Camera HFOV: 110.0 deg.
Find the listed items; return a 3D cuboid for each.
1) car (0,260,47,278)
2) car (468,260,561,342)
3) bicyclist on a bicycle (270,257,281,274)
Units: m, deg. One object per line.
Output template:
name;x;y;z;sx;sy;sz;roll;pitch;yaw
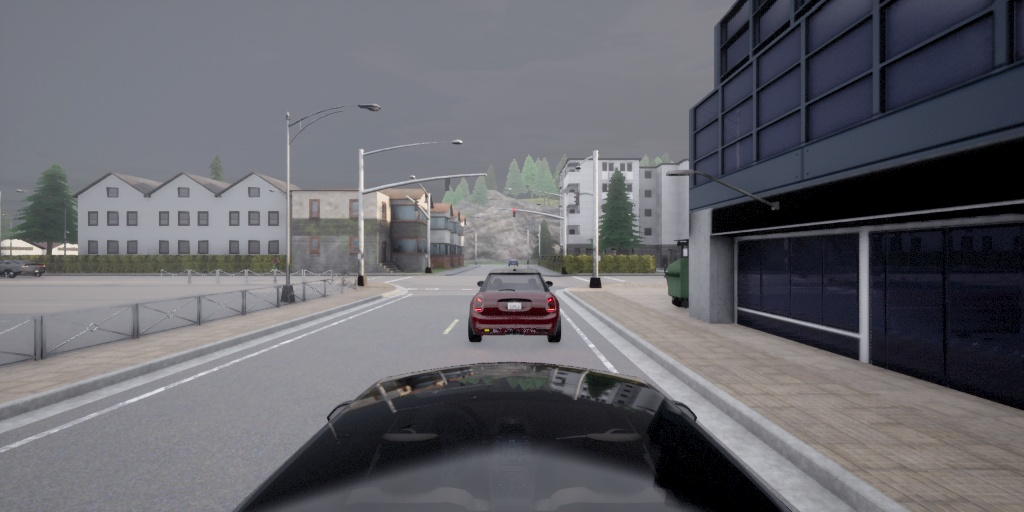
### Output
car;-42.111;1.065;29.968;4.902;1.511;2.128;0;0;0
car;0.082;1.102;9.889;2.097;1.767;4.553;0;0;1
bicyclist on a bicycle;-22.221;0.874;33.725;0.582;1.620;1.656;0;0;0
